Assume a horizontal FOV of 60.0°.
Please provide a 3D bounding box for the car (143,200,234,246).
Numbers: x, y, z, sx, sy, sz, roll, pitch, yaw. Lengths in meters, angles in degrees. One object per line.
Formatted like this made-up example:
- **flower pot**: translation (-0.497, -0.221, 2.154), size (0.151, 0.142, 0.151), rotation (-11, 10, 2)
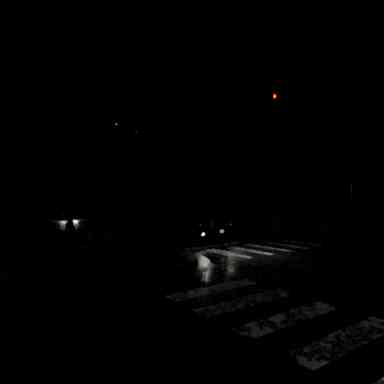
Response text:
- **car**: translation (-0.406, 1.457, 17.023), size (2.150, 2.045, 5.566), rotation (0, -1, -39)

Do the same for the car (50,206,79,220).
- **car**: translation (-13.773, 2.180, 35.552), size (2.033, 1.411, 5.357), rotation (0, -1, -35)
